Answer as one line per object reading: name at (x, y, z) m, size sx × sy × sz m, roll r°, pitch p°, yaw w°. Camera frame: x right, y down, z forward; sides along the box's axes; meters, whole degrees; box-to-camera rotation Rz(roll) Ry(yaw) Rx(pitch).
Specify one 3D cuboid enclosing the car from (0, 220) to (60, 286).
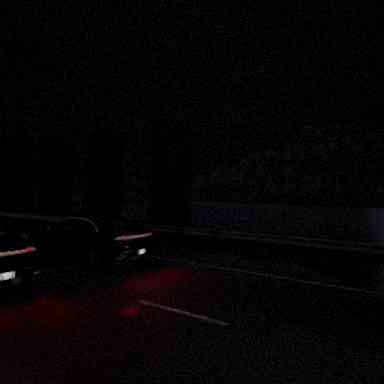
car at (-5.624, 1.430, 7.998) m, size 4.902 × 1.511 × 2.128 m, roll 0°, pitch 0°, yaw 35°

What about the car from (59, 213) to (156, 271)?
car at (-3.369, 1.432, 10.690) m, size 4.902 × 1.511 × 2.128 m, roll 0°, pitch 0°, yaw 35°
